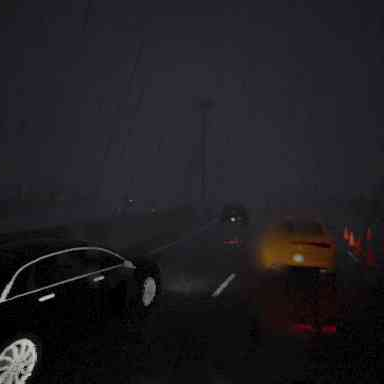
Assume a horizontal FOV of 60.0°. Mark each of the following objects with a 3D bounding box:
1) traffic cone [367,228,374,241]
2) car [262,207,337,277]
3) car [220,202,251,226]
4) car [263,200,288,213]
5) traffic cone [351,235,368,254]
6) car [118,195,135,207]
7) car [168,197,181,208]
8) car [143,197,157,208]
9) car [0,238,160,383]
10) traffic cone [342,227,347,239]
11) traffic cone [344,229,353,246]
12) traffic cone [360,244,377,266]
[{"bbox_3d":[8.381,1.977,15.729,0.340,0.580,0.340,0,0,18],"label":"traffic cone"},{"bbox_3d":[3.386,1.484,10.539,1.882,1.535,5.008,0,0,18],"label":"car"},{"bbox_3d":[3.083,1.501,23.701,1.837,1.490,4.892,0,0,11],"label":"car"},{"bbox_3d":[7.571,1.501,29.993,2.128,1.511,4.902,0,0,7],"label":"car"},{"bbox_3d":[6.169,1.971,12.250,0.340,0.580,0.340,0,0,18],"label":"traffic cone"},{"bbox_3d":[-9.665,1.282,49.223,2.097,1.767,4.553,0,0,-5],"label":"car"},{"bbox_3d":[-2.549,1.506,48.477,2.033,1.411,5.357,0,0,-4],"label":"car"},{"bbox_3d":[-6.011,1.493,47.787,2.033,1.411,5.357,0,0,-3],"label":"car"},{"bbox_3d":[-2.211,1.495,5.234,1.837,1.490,4.892,0,1,22],"label":"car"},{"bbox_3d":[7.433,1.973,16.045,0.340,0.580,0.340,0,0,18],"label":"traffic cone"},{"bbox_3d":[6.801,1.972,14.148,0.340,0.580,0.340,0,0,18],"label":"traffic cone"},{"bbox_3d":[5.537,1.970,10.353,0.340,0.580,0.340,0,0,18],"label":"traffic cone"}]
